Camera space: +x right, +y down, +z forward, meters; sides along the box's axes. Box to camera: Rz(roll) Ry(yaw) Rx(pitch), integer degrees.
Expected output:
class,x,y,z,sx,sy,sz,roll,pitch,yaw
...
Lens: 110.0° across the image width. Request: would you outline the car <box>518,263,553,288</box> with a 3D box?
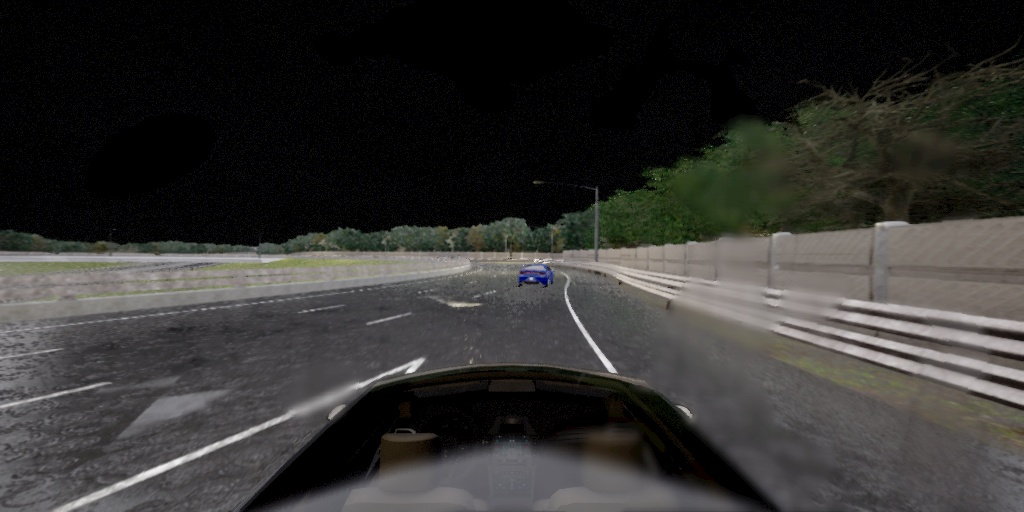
class,x,y,z,sx,sy,sz,roll,pitch,yaw
car,1.701,1.253,24.356,1.882,1.535,5.008,1,0,12
